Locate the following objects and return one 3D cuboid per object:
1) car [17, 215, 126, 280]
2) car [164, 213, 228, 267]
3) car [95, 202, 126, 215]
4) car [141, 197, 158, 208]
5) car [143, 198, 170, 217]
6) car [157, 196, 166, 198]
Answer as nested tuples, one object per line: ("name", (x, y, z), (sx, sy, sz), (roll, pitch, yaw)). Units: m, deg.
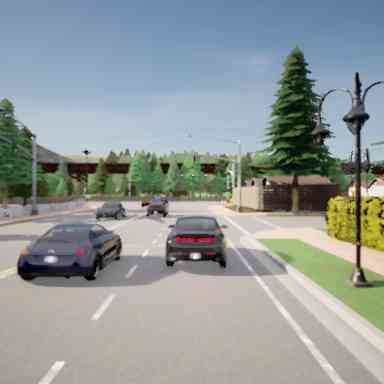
("car", (-3.418, 1.615, 10.081), (1.994, 1.385, 4.181), (0, 0, 0))
("car", (0.196, 1.560, 11.572), (1.837, 1.490, 4.892), (0, -1, 2))
("car", (-7.098, 1.652, 29.349), (1.837, 1.490, 4.892), (0, 0, 0))
("car", (-7.002, 1.867, 53.250), (1.895, 1.301, 4.718), (0, 0, 0))
("car", (-3.403, 1.673, 33.600), (1.837, 1.490, 4.892), (0, 0, 0))
("car", (-6.735, 1.628, 69.496), (2.097, 1.767, 4.553), (0, 0, -27))
